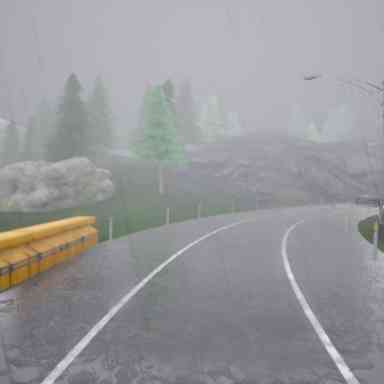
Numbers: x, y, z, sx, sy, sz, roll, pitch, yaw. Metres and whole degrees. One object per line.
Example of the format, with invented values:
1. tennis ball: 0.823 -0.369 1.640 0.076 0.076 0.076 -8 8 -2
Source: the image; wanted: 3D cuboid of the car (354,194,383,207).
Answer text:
1. car: 23.096 1.013 43.191 5.008 1.535 1.882 -1 2 -33
